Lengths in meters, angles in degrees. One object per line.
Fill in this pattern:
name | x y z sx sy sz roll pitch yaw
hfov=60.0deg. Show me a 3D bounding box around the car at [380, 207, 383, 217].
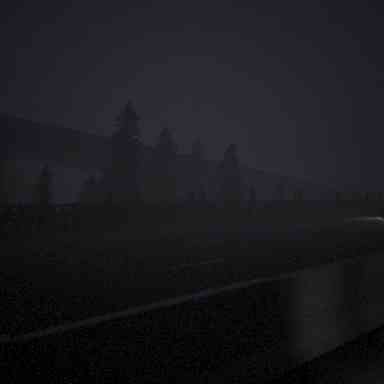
car | 19.241 1.551 30.607 4.892 1.490 1.837 1 0 -35
